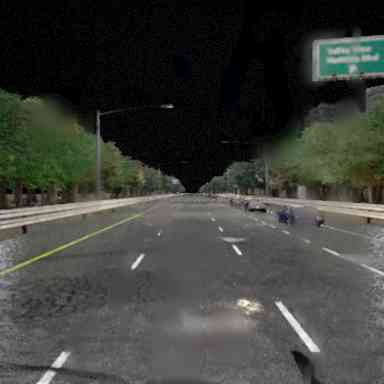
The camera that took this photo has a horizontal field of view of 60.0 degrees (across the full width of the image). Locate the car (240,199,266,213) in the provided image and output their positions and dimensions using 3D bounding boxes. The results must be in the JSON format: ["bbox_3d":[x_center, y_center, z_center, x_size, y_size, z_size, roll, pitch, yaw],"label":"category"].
[{"bbox_3d":[7.004,1.571,37.429,1.994,1.385,4.181,0,0,0],"label":"car"}]

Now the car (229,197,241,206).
[{"bbox_3d":[7.007,1.506,53.160,2.128,1.511,4.902,0,0,0],"label":"car"}]

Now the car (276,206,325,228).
[{"bbox_3d":[7.002,1.603,22.126,1.895,1.301,4.718,0,0,0],"label":"car"}]
